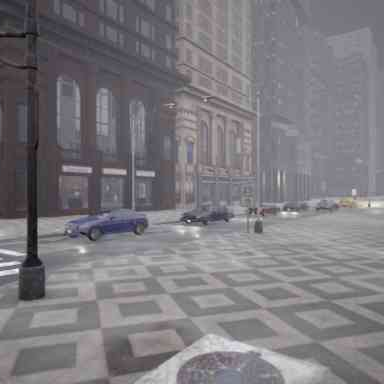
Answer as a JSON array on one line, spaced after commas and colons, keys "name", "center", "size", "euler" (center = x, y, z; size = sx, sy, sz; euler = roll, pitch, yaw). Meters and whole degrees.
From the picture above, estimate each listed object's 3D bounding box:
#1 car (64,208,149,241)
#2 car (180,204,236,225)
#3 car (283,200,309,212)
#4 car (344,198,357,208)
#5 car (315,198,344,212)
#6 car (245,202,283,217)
[{"name": "car", "center": [-4.252, 1.565, 17.221], "size": [1.812, 1.442, 4.674], "euler": [0, 0, 37]}, {"name": "car", "center": [1.342, 1.616, 25.035], "size": [2.033, 1.411, 5.357], "euler": [0, 0, 36]}, {"name": "car", "center": [12.935, 1.671, 41.131], "size": [2.033, 1.411, 5.357], "euler": [0, 0, 36]}, {"name": "car", "center": [23.876, 1.633, 51.002], "size": [1.882, 1.535, 5.008], "euler": [0, 0, 36]}, {"name": "car", "center": [16.851, 1.672, 41.182], "size": [2.033, 1.411, 5.357], "euler": [0, 0, 36]}, {"name": "car", "center": [7.036, 1.697, 32.971], "size": [1.895, 1.301, 4.718], "euler": [0, 0, 36]}]
